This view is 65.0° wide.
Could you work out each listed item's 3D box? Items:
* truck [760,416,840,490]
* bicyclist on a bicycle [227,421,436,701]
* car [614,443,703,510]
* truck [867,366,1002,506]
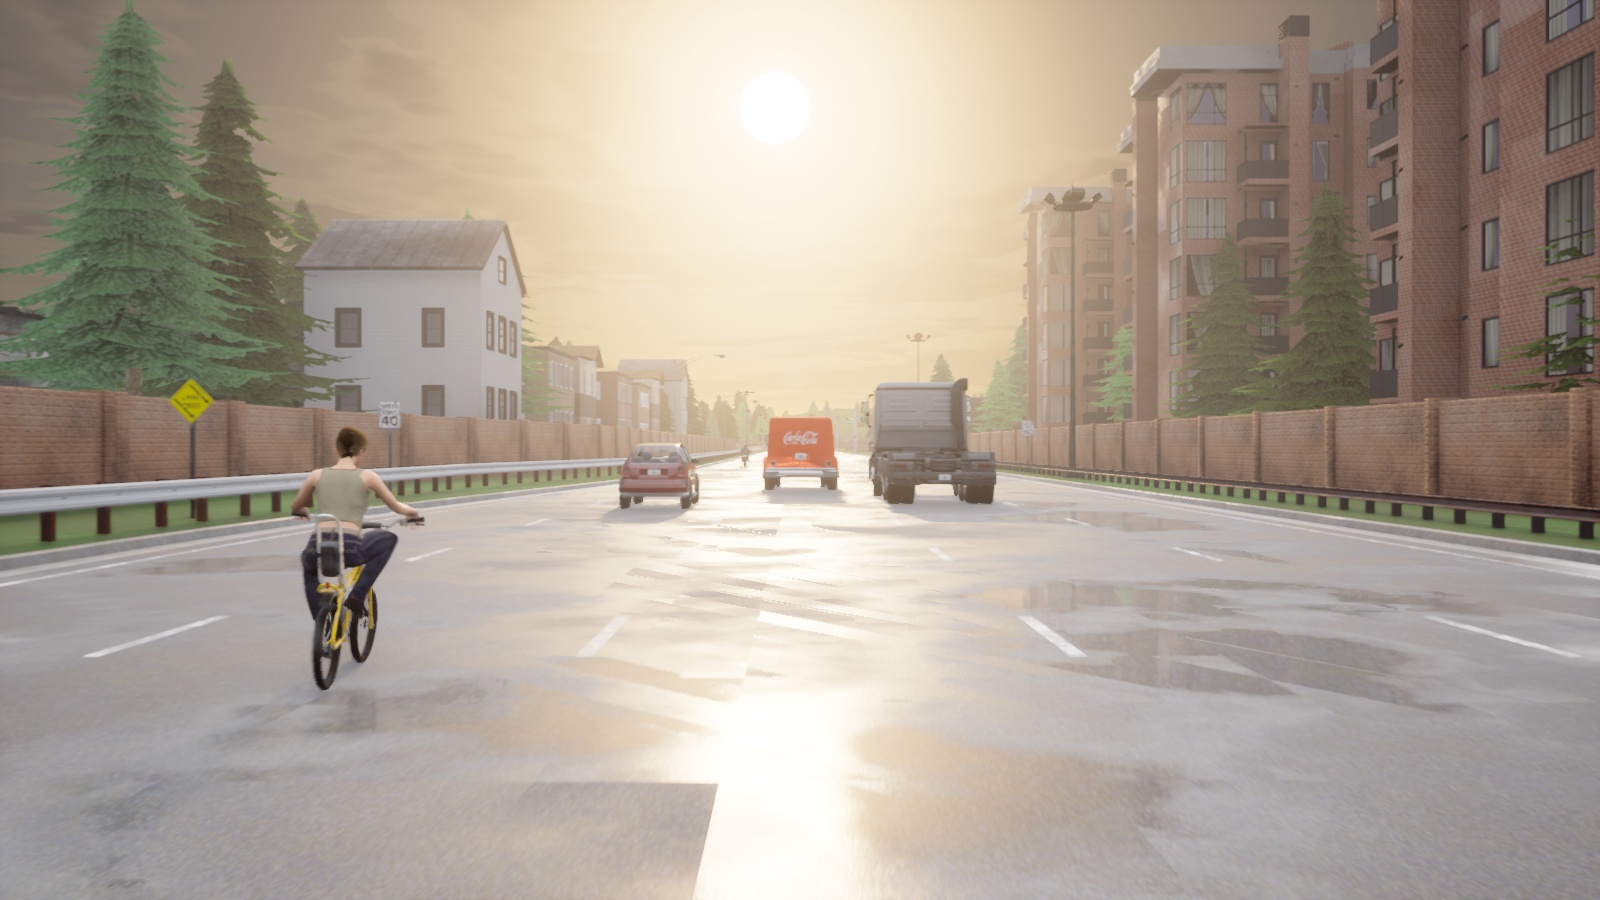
[{"bbox_3d":[-0.010,0.093,44.124,2.627,2.467,5.204,0,0,0],"label":"truck"},{"bbox_3d":[-2.946,0.651,8.079,0.866,1.612,1.509,2,0,-7],"label":"bicyclist on a bicycle"},{"bbox_3d":[-3.427,0.606,30.952,1.789,1.549,3.705,0,0,0],"label":"car"},{"bbox_3d":[3.548,-0.363,35.097,2.891,3.462,7.936,0,0,0],"label":"truck"}]
